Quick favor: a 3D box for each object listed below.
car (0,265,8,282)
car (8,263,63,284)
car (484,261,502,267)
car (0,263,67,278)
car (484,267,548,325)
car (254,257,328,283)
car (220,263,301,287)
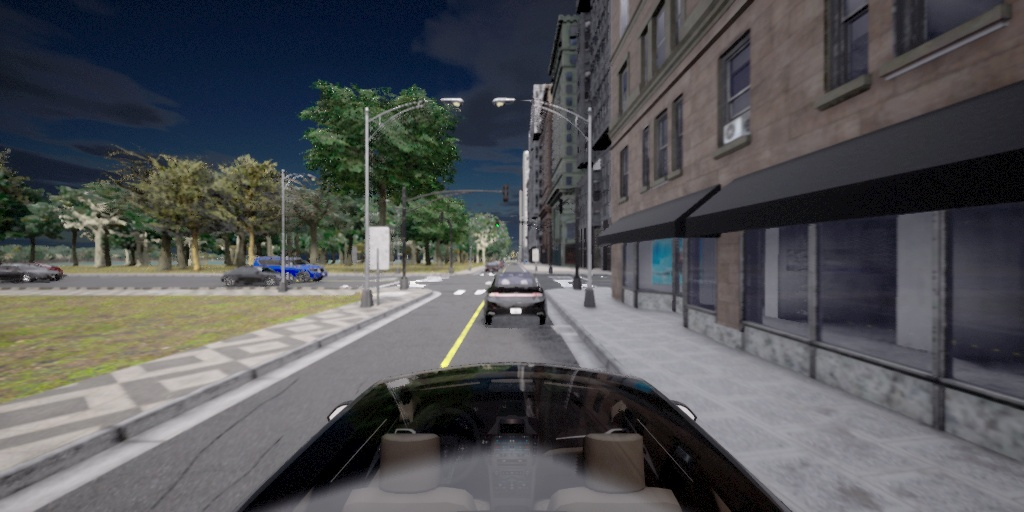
[{"bbox_3d":[-39.828,1.499,25.741,4.181,1.385,1.994,0,0,0],"label":"car"},{"bbox_3d":[-39.489,1.427,28.989,4.892,1.490,1.837,0,0,0],"label":"car"},{"bbox_3d":[-2.825,1.537,49.975,2.033,1.411,5.357,0,0,-2],"label":"car"},{"bbox_3d":[-47.652,1.438,35.587,4.674,1.442,1.812,0,0,0],"label":"car"},{"bbox_3d":[0.095,1.280,12.075,2.128,1.511,4.902,0,0,0],"label":"car"},{"bbox_3d":[-17.991,1.117,28.980,5.566,2.045,2.150,0,0,0],"label":"car"},{"bbox_3d":[-18.216,1.434,25.699,4.674,1.442,1.812,0,0,0],"label":"car"}]
